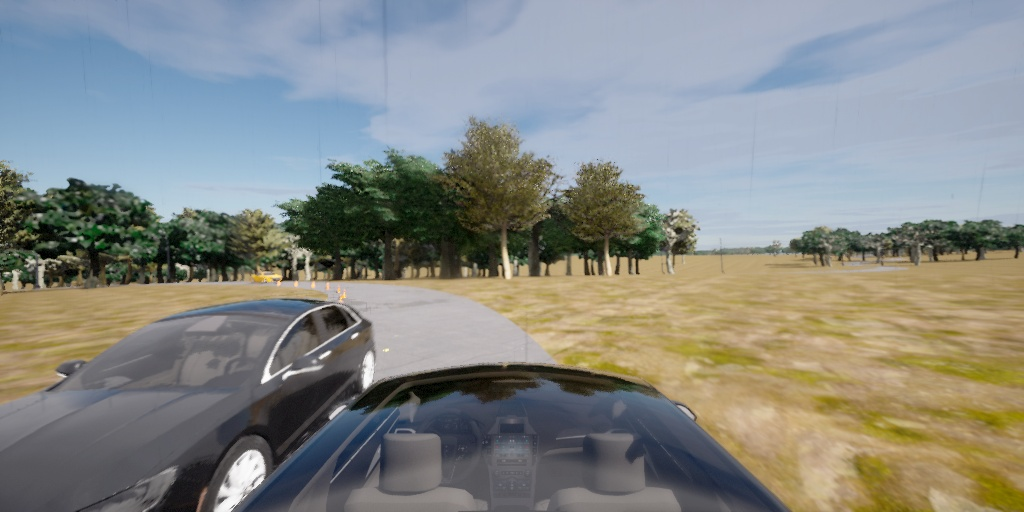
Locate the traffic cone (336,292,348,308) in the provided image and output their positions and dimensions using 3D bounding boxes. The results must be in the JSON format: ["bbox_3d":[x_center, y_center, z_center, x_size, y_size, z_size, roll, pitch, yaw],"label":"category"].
[{"bbox_3d":[-7.732,2.029,16.180,0.340,0.580,0.340,0,0,-20],"label":"traffic cone"}]

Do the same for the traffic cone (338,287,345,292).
[{"bbox_3d":[-9.596,2.139,20.511,0.340,0.580,0.340,0,0,-26],"label":"traffic cone"}]

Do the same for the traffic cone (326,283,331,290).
[{"bbox_3d":[-14.623,2.391,28.476,0.340,0.580,0.340,0,0,-38],"label":"traffic cone"}]

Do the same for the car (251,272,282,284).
[{"bbox_3d":[-31.536,2.797,46.076,5.008,1.535,1.882,-3,-2,31],"label":"car"}]

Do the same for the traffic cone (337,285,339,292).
[{"bbox_3d":[-11.901,2.257,24.625,0.340,0.580,0.340,0,0,-32],"label":"traffic cone"}]

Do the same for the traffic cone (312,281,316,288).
[{"bbox_3d":[-17.731,2.538,32.023,0.340,0.580,0.340,0,0,-44],"label":"traffic cone"}]

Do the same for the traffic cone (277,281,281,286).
[{"bbox_3d":[-24.988,2.879,38.463,0.340,0.580,0.340,0,0,40],"label":"traffic cone"}]

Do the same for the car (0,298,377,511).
[{"bbox_3d":[-2.919,1.292,3.909,1.837,1.490,4.892,0,-1,-5],"label":"car"}]

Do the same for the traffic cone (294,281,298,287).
[{"bbox_3d":[-21.226,2.701,35.273,0.340,0.580,0.340,0,0,41],"label":"traffic cone"}]
